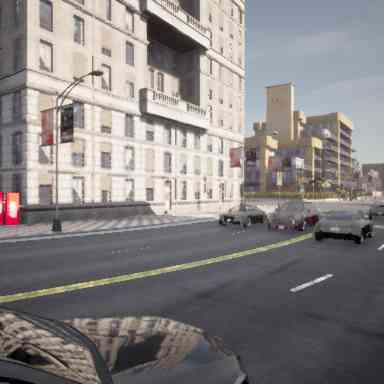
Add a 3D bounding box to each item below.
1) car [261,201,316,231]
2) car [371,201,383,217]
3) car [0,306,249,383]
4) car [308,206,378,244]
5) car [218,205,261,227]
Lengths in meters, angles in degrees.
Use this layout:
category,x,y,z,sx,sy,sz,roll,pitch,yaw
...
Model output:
category,x,y,z,sx,sy,sz,roll,pitch,yaw
car,6.331,1.393,20.461,2.097,1.767,4.553,0,0,36
car,16.181,1.483,27.990,2.128,1.511,4.902,0,0,36
car,-1.631,1.523,2.115,4.674,1.442,1.812,0,0,-36
car,7.320,1.565,15.887,1.994,1.385,4.181,0,0,36
car,3.489,1.585,22.504,1.994,1.385,4.181,0,0,36
